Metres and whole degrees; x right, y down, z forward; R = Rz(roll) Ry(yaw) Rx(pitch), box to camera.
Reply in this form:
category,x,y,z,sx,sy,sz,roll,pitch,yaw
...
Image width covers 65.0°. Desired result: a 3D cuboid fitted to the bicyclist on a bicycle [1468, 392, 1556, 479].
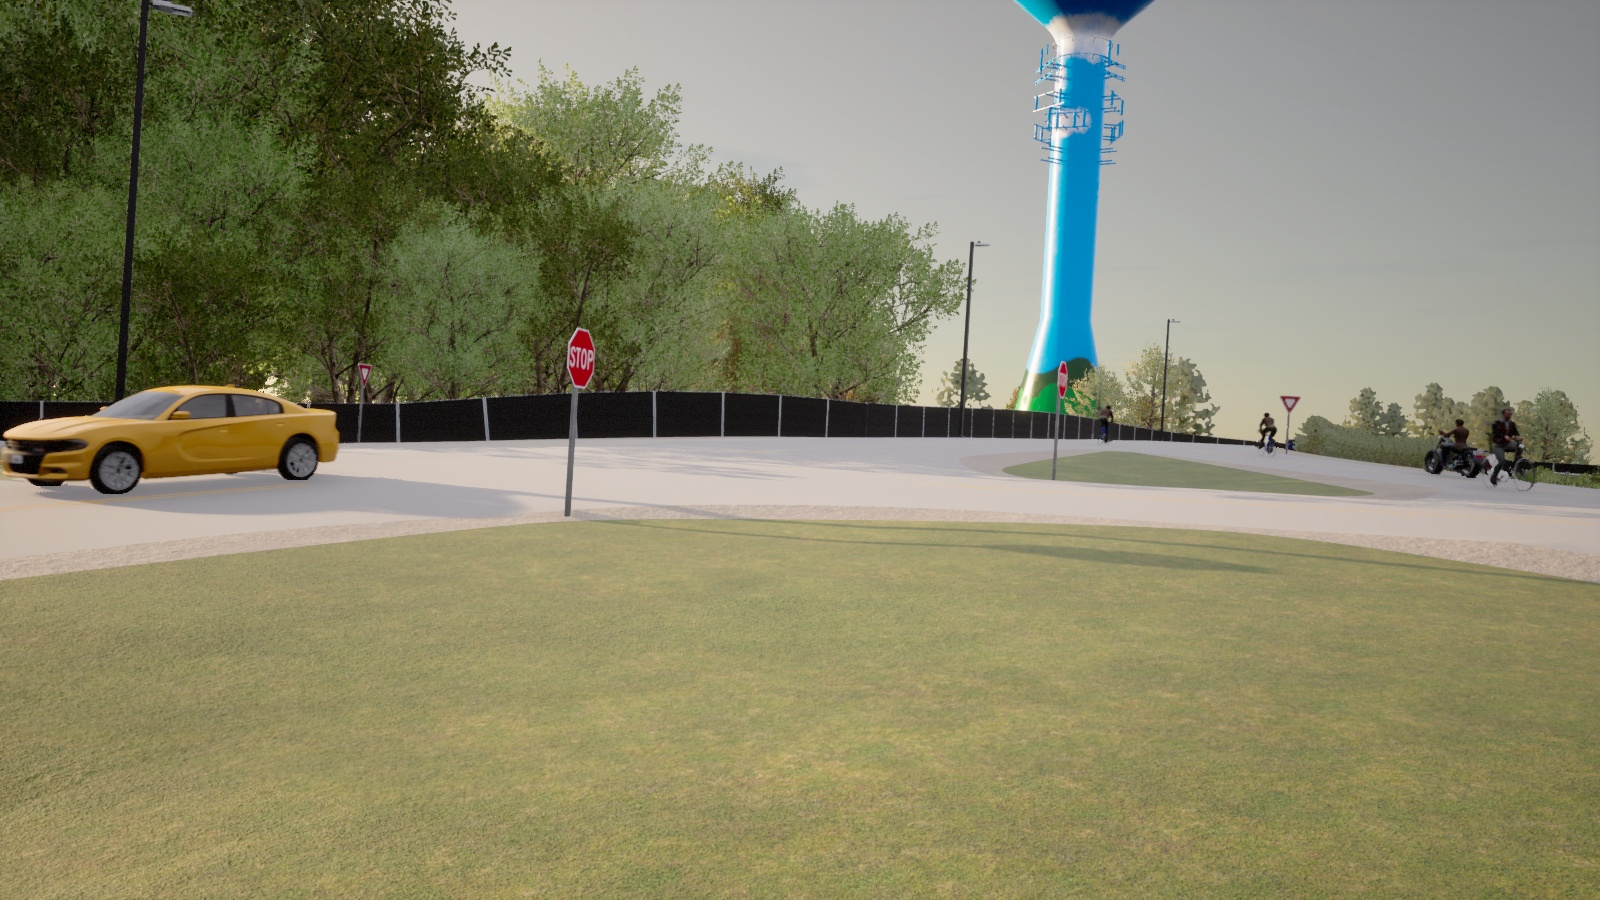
category,x,y,z,sx,sy,sz,roll,pitch,yaw
bicyclist on a bicycle,15.079,-0.328,26.655,0.659,1.776,1.843,2,2,-3

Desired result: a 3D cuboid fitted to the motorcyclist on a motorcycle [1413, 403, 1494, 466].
category,x,y,z,sx,sy,sz,roll,pitch,yaw
motorcyclist on a motorcycle,18.009,-0.452,34.701,0.766,1.649,2.350,2,2,-5

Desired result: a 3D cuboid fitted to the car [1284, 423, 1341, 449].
category,x,y,z,sx,sy,sz,roll,pitch,yaw
car,37.245,-1.001,91.257,5.008,1.535,1.882,4,-1,-43

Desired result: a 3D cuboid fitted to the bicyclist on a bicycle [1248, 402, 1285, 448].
category,x,y,z,sx,sy,sz,roll,pitch,yaw
bicyclist on a bicycle,17.015,-0.910,45.840,0.582,1.620,1.656,2,2,-2

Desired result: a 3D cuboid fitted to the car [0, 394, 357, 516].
category,x,y,z,sx,sy,sz,roll,pitch,yaw
car,-9.536,-0.046,19.462,1.882,1.535,5.008,2,4,29
